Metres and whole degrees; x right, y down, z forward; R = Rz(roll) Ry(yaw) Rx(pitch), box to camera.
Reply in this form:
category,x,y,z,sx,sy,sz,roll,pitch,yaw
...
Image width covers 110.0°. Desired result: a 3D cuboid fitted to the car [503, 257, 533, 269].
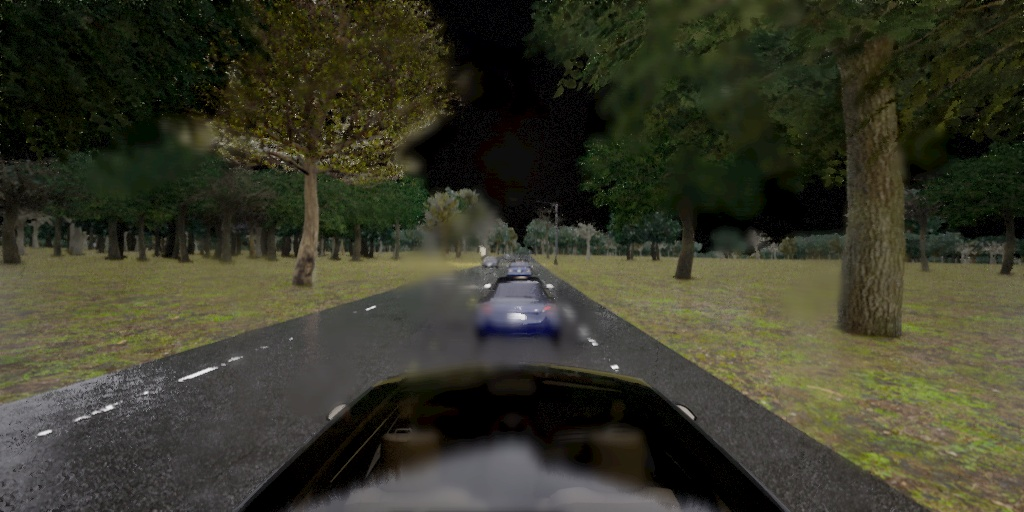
category,x,y,z,sx,sy,sz,roll,pitch,yaw
car,0.585,1.045,26.765,2.033,1.411,5.357,0,1,2

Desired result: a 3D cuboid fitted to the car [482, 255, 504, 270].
category,x,y,z,sx,sy,sz,roll,pitch,yaw
car,-2.526,0.835,43.315,2.128,1.511,4.902,0,0,2

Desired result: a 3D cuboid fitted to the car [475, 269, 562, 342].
category,x,y,z,sx,sy,sz,roll,pitch,yaw
car,0.178,1.233,9.553,1.994,1.385,4.181,0,1,1
